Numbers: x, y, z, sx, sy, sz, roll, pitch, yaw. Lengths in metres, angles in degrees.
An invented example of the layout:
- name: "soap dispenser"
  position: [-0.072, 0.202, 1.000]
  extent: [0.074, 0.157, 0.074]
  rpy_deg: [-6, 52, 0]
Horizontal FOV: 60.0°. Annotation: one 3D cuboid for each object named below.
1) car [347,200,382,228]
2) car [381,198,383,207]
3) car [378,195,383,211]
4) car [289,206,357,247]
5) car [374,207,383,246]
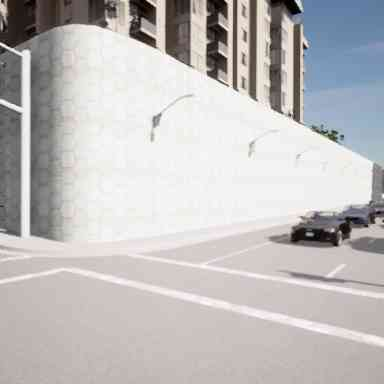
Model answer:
- name: "car"
  position: [11.252, 1.522, 22.583]
  extent: [2.033, 1.411, 5.357]
  rpy_deg: [0, 0, 36]
- name: "car"
  position: [17.315, 1.466, 31.007]
  extent: [2.128, 1.511, 4.902]
  rpy_deg: [0, 0, 36]
- name: "car"
  position: [23.971, 1.328, 40.187]
  extent: [2.097, 1.767, 4.553]
  rpy_deg: [0, 0, 36]
- name: "car"
  position: [5.924, 1.538, 15.155]
  extent: [1.994, 1.385, 4.181]
  rpy_deg: [0, 0, 35]
- name: "car"
  position: [9.021, 1.489, 13.478]
  extent: [2.128, 1.511, 4.902]
  rpy_deg: [0, 0, 36]
